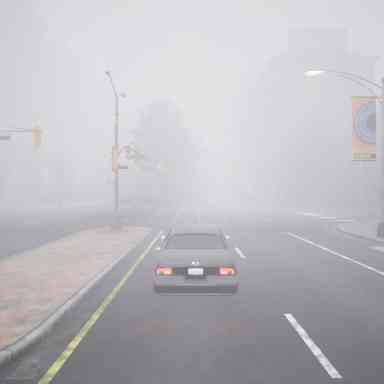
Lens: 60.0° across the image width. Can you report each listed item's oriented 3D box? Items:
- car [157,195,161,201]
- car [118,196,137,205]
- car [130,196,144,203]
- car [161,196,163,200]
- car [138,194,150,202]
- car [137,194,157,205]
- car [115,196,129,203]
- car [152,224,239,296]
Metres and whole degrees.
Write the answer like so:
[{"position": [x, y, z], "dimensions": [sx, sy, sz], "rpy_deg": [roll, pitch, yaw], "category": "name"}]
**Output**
[{"position": [-7.927, 1.526, 67.480], "dimensions": [1.812, 1.442, 4.674], "rpy_deg": [0, 0, 1], "category": "car"}, {"position": [-11.488, 1.491, 59.647], "dimensions": [2.128, 1.511, 4.902], "rpy_deg": [0, 0, 0], "category": "car"}, {"position": [-11.406, 1.525, 69.568], "dimensions": [2.128, 1.511, 4.902], "rpy_deg": [0, 0, 0], "category": "car"}, {"position": [-7.895, 1.500, 77.809], "dimensions": [1.837, 1.490, 4.892], "rpy_deg": [0, 0, 0], "category": "car"}, {"position": [-11.392, 1.355, 79.580], "dimensions": [2.097, 1.767, 4.553], "rpy_deg": [0, 0, 0], "category": "car"}, {"position": [-7.993, 1.564, 58.962], "dimensions": [1.994, 1.385, 4.181], "rpy_deg": [0, 0, 1], "category": "car"}, {"position": [-14.656, 1.595, 69.450], "dimensions": [1.895, 1.301, 4.718], "rpy_deg": [0, 0, 0], "category": "car"}, {"position": [0.086, 1.547, 8.801], "dimensions": [2.033, 1.411, 5.357], "rpy_deg": [0, 0, 0], "category": "car"}]
